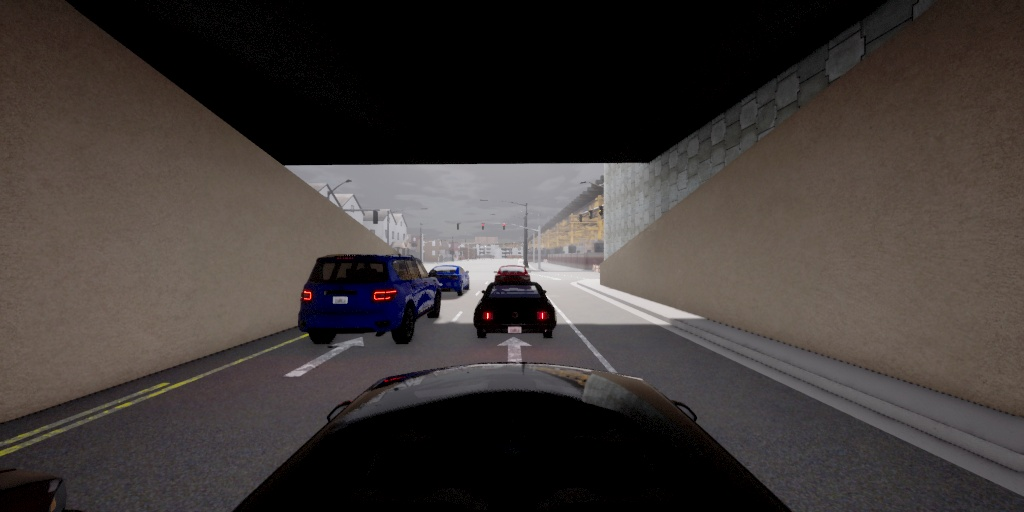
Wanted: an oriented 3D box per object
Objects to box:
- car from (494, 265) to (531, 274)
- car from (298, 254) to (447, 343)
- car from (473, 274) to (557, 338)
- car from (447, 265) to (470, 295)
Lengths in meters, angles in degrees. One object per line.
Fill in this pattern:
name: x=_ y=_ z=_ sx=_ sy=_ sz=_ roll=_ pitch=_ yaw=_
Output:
car: x=0.021 y=1.228 z=19.500 sx=1.882 sy=1.535 sz=5.008 roll=0 pitch=0 yaw=0
car: x=-3.435 y=0.971 z=9.815 sx=2.150 sy=2.045 sz=5.566 roll=0 pitch=0 yaw=0
car: x=0.061 y=1.351 z=10.163 sx=1.895 sy=1.301 sz=4.718 roll=0 pitch=0 yaw=0
car: x=-3.480 y=1.228 z=19.752 sx=1.882 sy=1.535 sz=5.008 roll=0 pitch=0 yaw=0
